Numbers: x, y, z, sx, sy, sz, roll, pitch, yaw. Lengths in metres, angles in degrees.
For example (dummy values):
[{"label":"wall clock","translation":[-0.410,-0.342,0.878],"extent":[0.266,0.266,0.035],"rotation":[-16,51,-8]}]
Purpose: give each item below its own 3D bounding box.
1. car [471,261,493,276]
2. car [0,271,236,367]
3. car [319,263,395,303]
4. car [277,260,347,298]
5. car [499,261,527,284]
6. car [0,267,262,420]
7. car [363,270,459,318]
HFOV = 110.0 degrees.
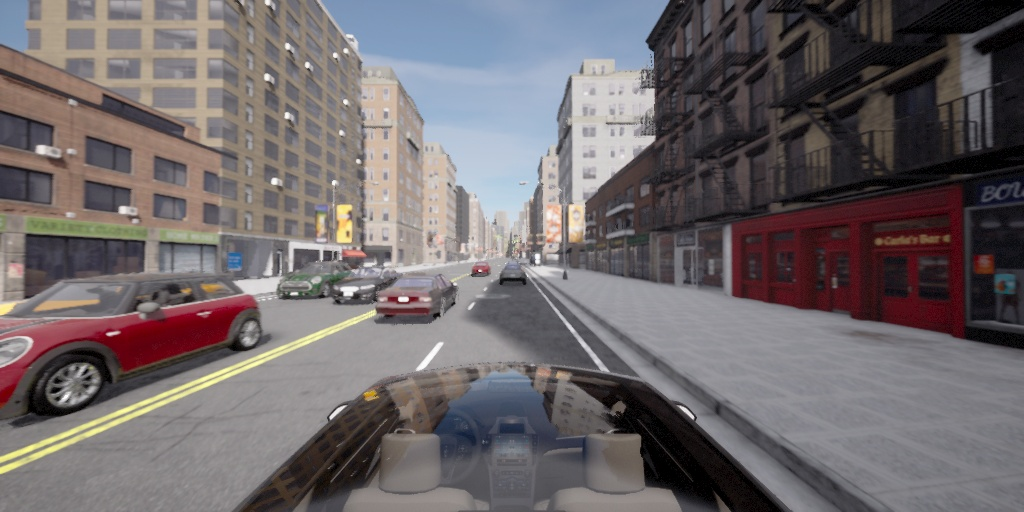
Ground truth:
[{"label":"car","translation":[-3.141,1.293,37.647],"extent":[1.812,1.442,4.674],"rotation":[0,0,0]},{"label":"car","translation":[-9.777,1.232,8.963],"extent":[1.882,1.535,5.008],"rotation":[0,0,0]},{"label":"car","translation":[-6.495,1.250,16.680],"extent":[2.128,1.511,4.902],"rotation":[0,0,0]},{"label":"car","translation":[-9.768,1.112,18.385],"extent":[2.097,1.767,4.553],"rotation":[0,0,1]},{"label":"car","translation":[0.081,1.327,27.293],"extent":[1.994,1.385,4.181],"rotation":[0,0,0]},{"label":"car","translation":[-6.556,1.104,5.953],"extent":[2.097,1.767,4.553],"rotation":[0,0,0]},{"label":"car","translation":[-3.151,1.304,12.916],"extent":[2.033,1.411,5.357],"rotation":[0,0,0]}]
